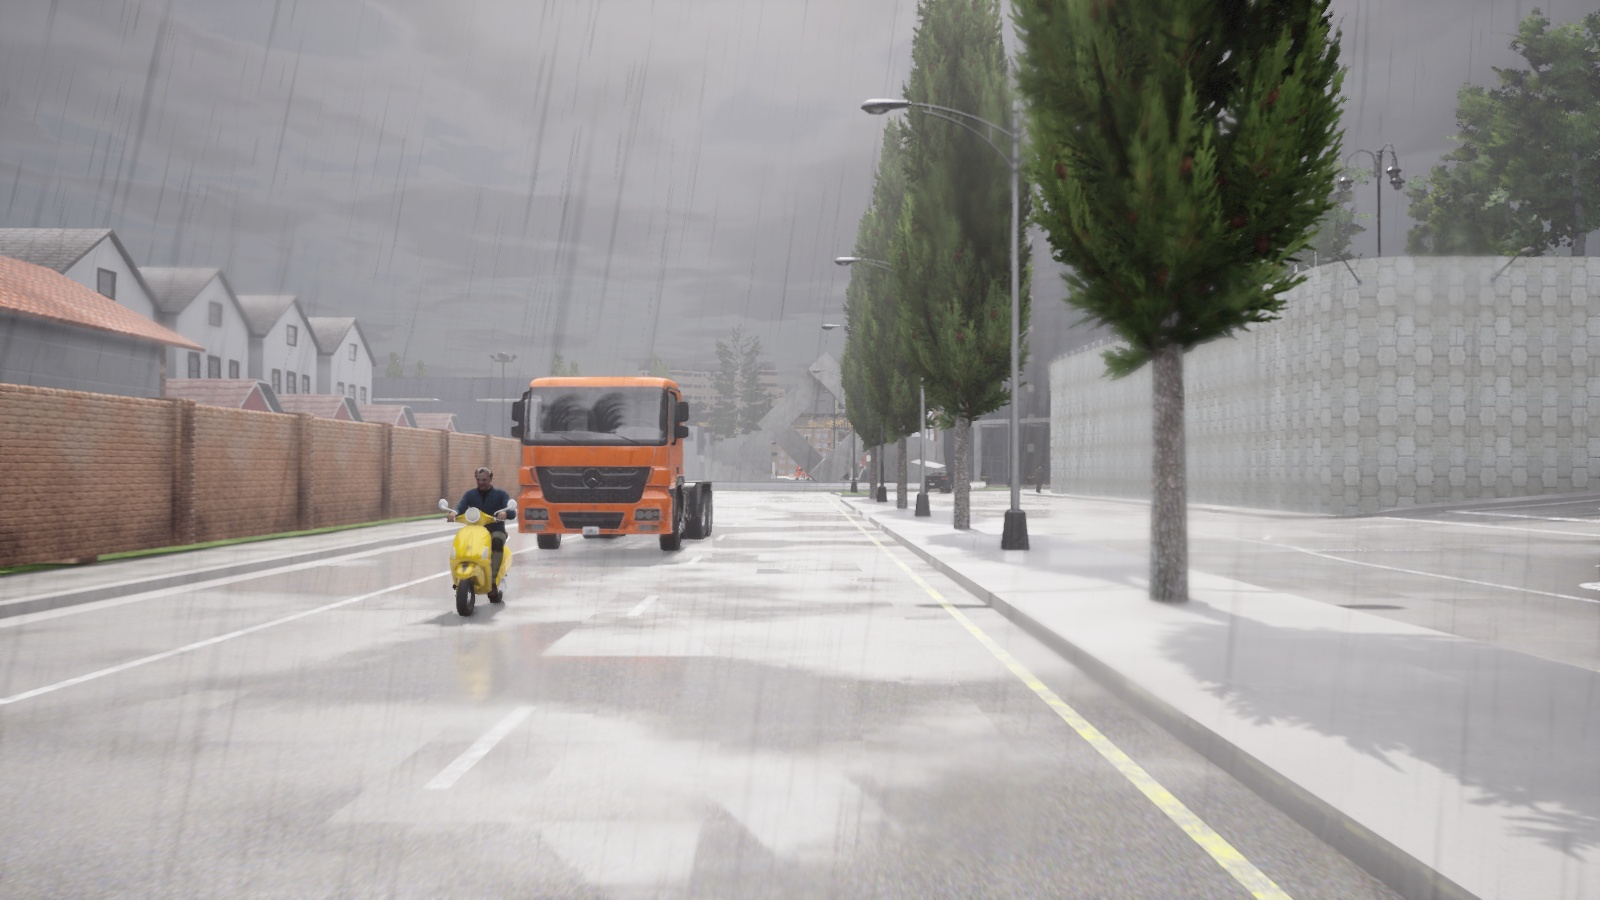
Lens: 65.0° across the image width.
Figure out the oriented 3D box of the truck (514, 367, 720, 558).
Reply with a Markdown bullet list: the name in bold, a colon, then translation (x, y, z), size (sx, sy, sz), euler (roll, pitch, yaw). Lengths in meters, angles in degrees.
- **truck**: translation (-3.603, 0.298, 26.913), size (2.891, 3.462, 7.936), euler (0, -1, 3)

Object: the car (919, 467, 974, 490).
- **car**: translation (10.750, 2.087, 91.780), size (2.152, 1.651, 5.027), euler (-1, -1, 30)

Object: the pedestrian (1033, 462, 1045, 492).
- **pedestrian**: translation (16.036, 1.815, 84.199), size (0.659, 1.952, 0.873), euler (0, -1, 2)

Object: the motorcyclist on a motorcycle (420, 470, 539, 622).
- **motorcyclist on a motorcycle**: translation (-3.534, 1.017, 14.016), size (0.866, 1.590, 1.817), euler (0, -1, 0)
